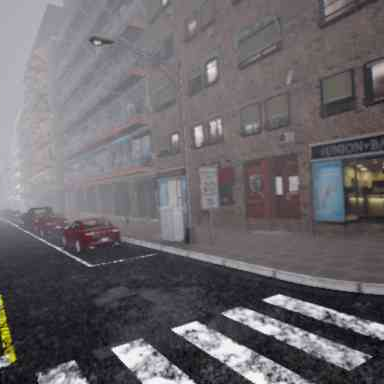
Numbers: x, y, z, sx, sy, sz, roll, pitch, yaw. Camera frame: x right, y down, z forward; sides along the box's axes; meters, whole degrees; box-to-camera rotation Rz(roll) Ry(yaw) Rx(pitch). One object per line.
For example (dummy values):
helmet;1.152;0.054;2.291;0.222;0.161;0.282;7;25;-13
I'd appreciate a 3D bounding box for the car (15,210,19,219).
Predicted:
car;-15.918;2.649;32.897;2.008;1.369;4.403;-5;0;-33

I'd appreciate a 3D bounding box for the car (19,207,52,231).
car;-12.899;2.201;28.119;2.192;1.841;5.009;-5;1;-33

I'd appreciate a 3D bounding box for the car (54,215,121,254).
car;-4.718;1.862;15.293;1.887;1.381;4.507;-5;1;-33

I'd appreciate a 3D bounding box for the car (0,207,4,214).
car;-34.149;3.932;61.551;2.008;1.369;4.403;-5;0;-33

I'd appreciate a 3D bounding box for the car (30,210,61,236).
car;-9.842;2.218;23.346;1.887;1.381;4.507;-5;1;-33

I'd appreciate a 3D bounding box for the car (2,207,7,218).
car;-28.072;3.497;51.999;1.887;1.381;4.507;-5;0;-33

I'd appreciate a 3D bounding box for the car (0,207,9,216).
car;-43.265;4.340;75.888;2.192;1.841;5.009;-5;0;-33

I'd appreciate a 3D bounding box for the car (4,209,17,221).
car;-25.032;3.304;47.224;1.947;1.339;4.313;-5;0;-33
